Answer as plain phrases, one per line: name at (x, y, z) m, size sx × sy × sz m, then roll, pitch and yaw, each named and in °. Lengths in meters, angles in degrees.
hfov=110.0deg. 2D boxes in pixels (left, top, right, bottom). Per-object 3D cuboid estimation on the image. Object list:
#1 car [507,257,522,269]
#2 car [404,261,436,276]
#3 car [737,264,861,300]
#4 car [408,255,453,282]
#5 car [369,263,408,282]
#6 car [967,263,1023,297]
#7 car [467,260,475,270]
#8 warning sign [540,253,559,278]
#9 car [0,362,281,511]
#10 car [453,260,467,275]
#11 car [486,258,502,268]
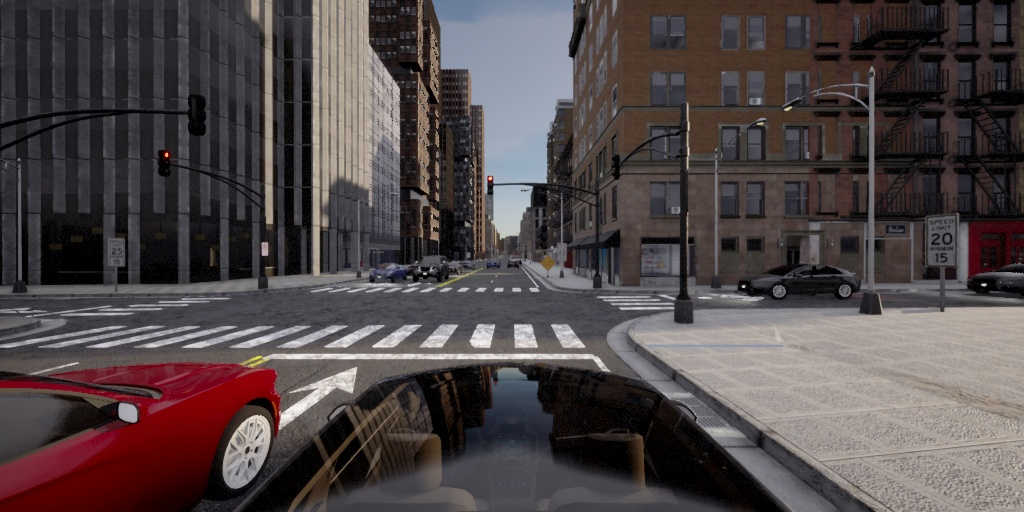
car at (0.193, 1.271, 58.753) m, size 1.837 × 1.490 × 4.892 m, roll 0°, pitch 0°, yaw 0°
car at (-9.760, 1.304, 38.330) m, size 2.033 × 1.411 × 5.357 m, roll 0°, pitch 0°, yaw 0°
car at (12.908, 1.116, 16.281) m, size 4.892 × 1.490 × 1.837 m, roll 0°, pitch 0°, yaw -1°
car at (-6.546, 0.975, 29.497) m, size 2.150 × 2.045 × 5.566 m, roll 0°, pitch 0°, yaw -1°
car at (-9.784, 1.279, 28.743) m, size 1.812 × 1.442 × 4.674 m, roll 0°, pitch 0°, yaw 0°
car at (23.731, 1.038, 16.189) m, size 4.892 × 1.490 × 1.837 m, roll 0°, pitch 0°, yaw 0°
car at (-6.462, 1.326, 51.541) m, size 1.994 × 1.385 × 4.181 m, roll 0°, pitch 0°, yaw 0°
warning sign at (2.917, 0.868, 29.148) m, size 1.300 × 1.860 × 1.060 m, roll 0°, pitch 0°, yaw 0°
car at (-3.153, 1.228, 1.429) m, size 1.882 × 1.535 × 5.008 m, roll 0°, pitch 0°, yaw 0°
car at (-6.505, 1.262, 39.413) m, size 1.837 × 1.490 × 4.892 m, roll 0°, pitch 0°, yaw 0°
car at (-3.050, 1.118, 59.502) m, size 2.097 × 1.767 × 4.553 m, roll 0°, pitch 0°, yaw 1°
